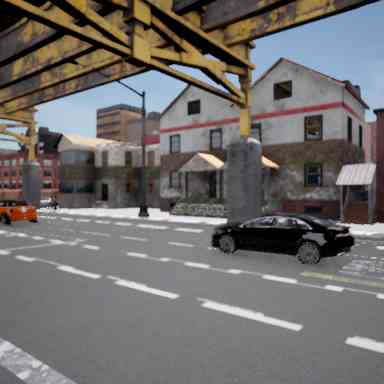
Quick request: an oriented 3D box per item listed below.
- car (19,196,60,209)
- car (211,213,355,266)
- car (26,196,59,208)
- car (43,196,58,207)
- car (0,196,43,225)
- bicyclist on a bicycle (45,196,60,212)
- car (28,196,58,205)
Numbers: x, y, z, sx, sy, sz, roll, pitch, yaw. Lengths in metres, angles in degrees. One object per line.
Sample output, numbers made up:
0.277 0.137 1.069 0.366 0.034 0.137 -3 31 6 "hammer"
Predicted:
-20.539 1.388 45.009 4.974 1.542 2.038 0 0 -22 "car"
2.939 1.475 11.526 4.902 1.511 2.128 0 0 38 "car"
-21.698 1.383 48.556 2.038 1.542 4.974 0 0 8 "car"
-20.491 1.231 45.029 4.536 1.218 1.853 0 0 -22 "car"
-13.076 1.318 23.867 4.553 1.767 2.097 0 0 38 "car"
-14.203 1.255 33.985 0.582 1.620 1.656 0 0 38 "bicyclist on a bicycle"
-21.691 1.226 48.607 1.853 1.218 4.536 0 0 8 "car"
